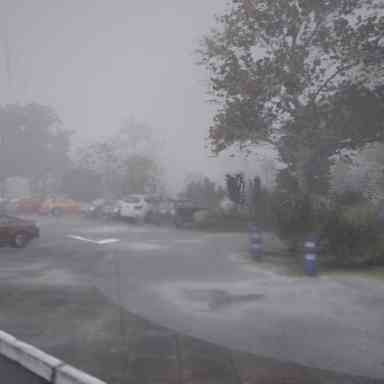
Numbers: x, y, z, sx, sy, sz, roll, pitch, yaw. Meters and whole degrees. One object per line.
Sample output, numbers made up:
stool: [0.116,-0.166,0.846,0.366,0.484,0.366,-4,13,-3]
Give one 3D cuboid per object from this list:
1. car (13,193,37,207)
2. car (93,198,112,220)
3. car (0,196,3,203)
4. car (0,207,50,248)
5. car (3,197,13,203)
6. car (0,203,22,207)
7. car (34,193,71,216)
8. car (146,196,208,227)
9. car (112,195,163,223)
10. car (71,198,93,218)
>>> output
car: [-14.303,1.144,33.351,2.435,2.045,5.566,0,0,36]
car: [-5.254,1.328,26.857,2.185,1.767,4.553,0,0,36]
car: [-18.740,1.367,36.508,2.097,1.535,5.008,0,0,36]
car: [-8.385,1.523,12.983,2.002,1.452,4.674,0,-1,36]
car: [-16.475,1.378,35.103,1.946,1.575,5.366,0,0,36]
car: [-10.647,1.465,14.361,1.946,1.575,5.366,0,0,36]
car: [-11.975,1.285,31.606,2.185,1.767,4.553,0,0,36]
car: [-0.663,1.357,23.485,2.185,1.767,4.553,0,0,36]
car: [-2.891,1.217,25.157,2.435,2.045,5.566,0,0,36]
car: [-7.516,1.313,28.481,2.185,1.767,4.553,0,0,36]
